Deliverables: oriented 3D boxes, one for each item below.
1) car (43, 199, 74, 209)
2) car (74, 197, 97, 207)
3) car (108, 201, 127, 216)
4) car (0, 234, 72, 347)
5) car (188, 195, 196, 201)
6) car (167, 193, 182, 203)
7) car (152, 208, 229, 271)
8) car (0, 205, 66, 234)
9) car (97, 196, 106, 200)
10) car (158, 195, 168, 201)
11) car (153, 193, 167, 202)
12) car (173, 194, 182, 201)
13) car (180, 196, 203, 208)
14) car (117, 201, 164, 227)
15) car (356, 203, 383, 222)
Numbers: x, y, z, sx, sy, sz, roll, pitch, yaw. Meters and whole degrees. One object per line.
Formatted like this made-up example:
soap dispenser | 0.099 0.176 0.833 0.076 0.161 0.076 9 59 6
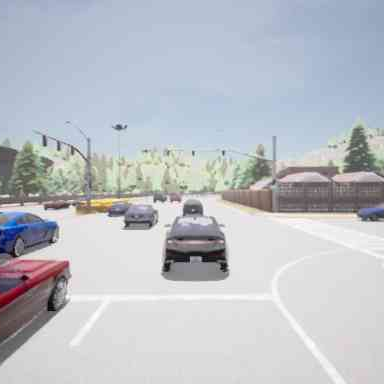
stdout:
car | -17.571 1.637 43.398 1.895 1.301 4.718 0 0 0
car | -17.508 1.585 53.364 2.033 1.411 5.357 0 0 0
car | -6.907 1.583 32.928 1.994 1.385 4.181 0 0 0
car | -3.402 1.610 4.795 1.895 1.301 4.718 0 0 0
car | -0.011 1.539 82.960 1.812 1.442 4.674 0 0 1
car | -3.510 1.229 70.568 2.150 2.045 5.566 0 0 0
car | 0.097 1.499 10.934 2.128 1.511 4.902 0 0 0
car | -6.902 1.494 12.938 1.882 1.535 5.008 0 0 0
car | -17.509 1.564 63.688 1.812 1.442 4.674 0 0 0
car | -7.011 1.439 80.958 2.128 1.511 4.902 0 0 0
car | -7.010 1.234 70.568 2.150 2.045 5.566 0 0 0
car | -3.511 1.264 80.928 2.097 1.767 4.553 0 0 0
car | 0.094 1.486 32.547 1.882 1.535 5.008 0 0 0
car | -3.405 1.560 22.949 2.033 1.411 5.357 0 0 0
car | 15.201 1.511 25.606 4.674 1.442 1.812 0 0 2
